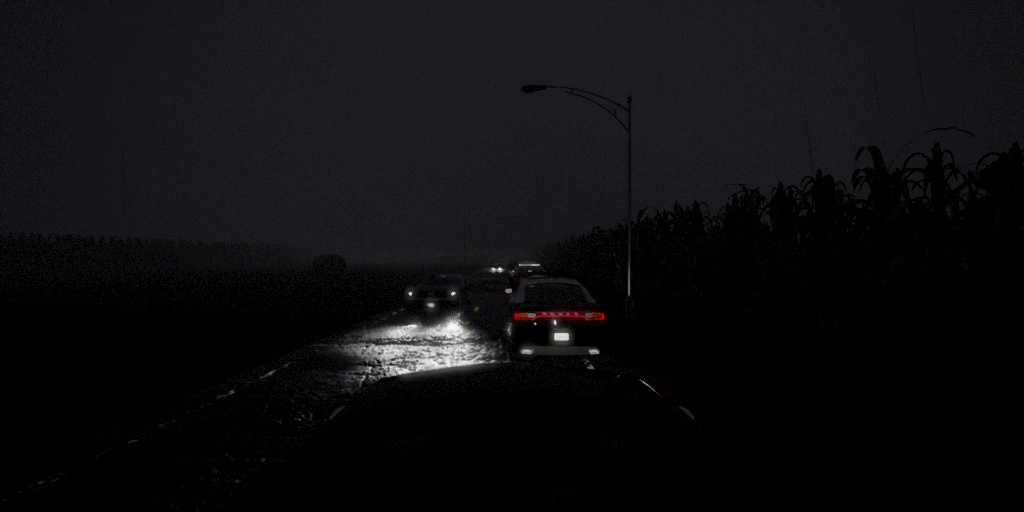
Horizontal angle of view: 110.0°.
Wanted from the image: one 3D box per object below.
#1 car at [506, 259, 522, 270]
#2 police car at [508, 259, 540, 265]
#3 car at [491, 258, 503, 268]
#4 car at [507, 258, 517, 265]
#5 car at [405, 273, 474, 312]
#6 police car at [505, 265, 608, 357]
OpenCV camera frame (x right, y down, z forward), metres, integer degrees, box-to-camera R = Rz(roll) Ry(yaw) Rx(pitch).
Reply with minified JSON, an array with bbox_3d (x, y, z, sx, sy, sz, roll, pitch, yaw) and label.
[{"bbox_3d":[0.275,1.179,51.222,2.128,1.511,4.902,0,0,1],"label":"car"},{"bbox_3d":[0.901,1.166,18.709,1.930,1.638,5.238,0,0,0],"label":"police car"},{"bbox_3d":[-2.497,1.157,59.659,2.128,1.511,4.902,0,0,0],"label":"car"},{"bbox_3d":[0.926,1.084,24.568,2.097,1.767,4.553,0,0,0],"label":"car"},{"bbox_3d":[-2.695,1.345,14.241,1.895,1.301,4.718,0,0,0],"label":"car"},{"bbox_3d":[0.858,1.173,8.709,1.930,1.638,5.238,0,0,0],"label":"police car"}]
